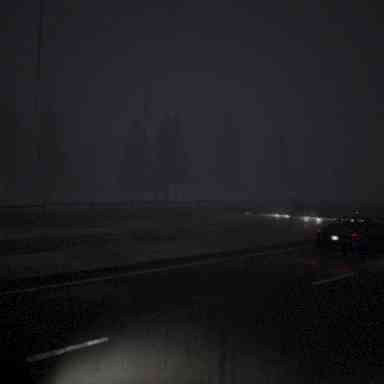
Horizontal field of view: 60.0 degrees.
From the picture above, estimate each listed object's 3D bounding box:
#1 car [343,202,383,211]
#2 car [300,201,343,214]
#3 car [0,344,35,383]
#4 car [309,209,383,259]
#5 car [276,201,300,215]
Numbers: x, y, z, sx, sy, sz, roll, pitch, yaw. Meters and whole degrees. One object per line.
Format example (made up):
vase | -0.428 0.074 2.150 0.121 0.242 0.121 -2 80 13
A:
car | 15.454 1.600 29.012 4.181 1.385 1.994 0 0 -35
car | 13.019 1.574 31.578 5.357 1.411 2.033 0 0 -35
car | -3.269 1.503 1.379 4.892 1.490 1.837 0 0 -36
car | 6.612 1.576 12.756 4.181 1.385 1.994 0 0 -36
car | 10.557 1.591 34.125 4.181 1.385 1.994 0 0 -35
